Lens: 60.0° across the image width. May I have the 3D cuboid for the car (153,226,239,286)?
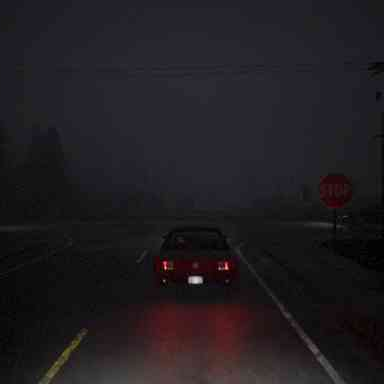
[{"bbox_3d":[0.092,1.621,9.417,1.895,1.301,4.718,0,0,0],"label":"car"}]

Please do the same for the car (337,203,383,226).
[{"bbox_3d":[12.694,1.515,23.082,4.892,1.490,1.837,-1,0,3],"label":"car"}]
